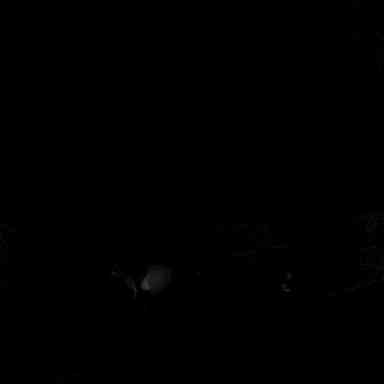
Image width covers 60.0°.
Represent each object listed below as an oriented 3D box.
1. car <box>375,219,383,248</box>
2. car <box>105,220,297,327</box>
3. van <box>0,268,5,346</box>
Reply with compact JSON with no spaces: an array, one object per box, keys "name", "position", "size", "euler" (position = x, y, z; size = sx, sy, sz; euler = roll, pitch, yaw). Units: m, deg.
[{"name":"car","position":[9.481,1.330,13.518],"size":[5.009,1.841,2.192],"euler":[0,0,-35]},{"name":"car","position":[0.294,1.444,6.973],"size":[4.097,1.590,1.967],"euler":[0,0,-35]},{"name":"van","position":[-4.299,1.340,3.700],"size":[3.998,1.788,1.690],"euler":[0,0,-35]}]
